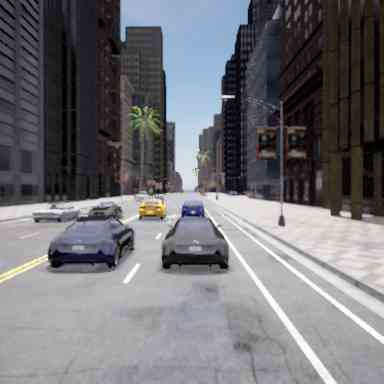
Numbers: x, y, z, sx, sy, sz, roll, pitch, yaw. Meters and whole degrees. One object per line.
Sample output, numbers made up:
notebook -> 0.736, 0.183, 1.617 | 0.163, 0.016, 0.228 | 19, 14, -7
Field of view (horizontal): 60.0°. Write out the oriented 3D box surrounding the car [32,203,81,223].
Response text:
car -> -9.863, 1.503, 24.485 | 1.895, 1.301, 4.718 | 0, 0, 0

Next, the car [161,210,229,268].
car -> 0.091, 1.519, 11.102 | 1.994, 1.385, 4.181 | 0, 0, 0

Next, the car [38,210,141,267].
car -> -3.159, 1.518, 11.238 | 1.994, 1.385, 4.181 | 0, 0, 0

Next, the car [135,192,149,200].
car -> -9.792, 0.956, 65.829 | 2.150, 2.045, 5.566 | 0, 0, 0

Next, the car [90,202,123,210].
car -> -6.612, 1.461, 25.666 | 1.994, 1.385, 4.181 | 0, 0, 0

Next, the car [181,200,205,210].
car -> 0.083, 1.367, 27.608 | 1.882, 1.535, 5.008 | 0, 0, 0

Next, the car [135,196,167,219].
car -> -3.167, 1.367, 27.609 | 1.882, 1.535, 5.008 | 0, 0, 0
